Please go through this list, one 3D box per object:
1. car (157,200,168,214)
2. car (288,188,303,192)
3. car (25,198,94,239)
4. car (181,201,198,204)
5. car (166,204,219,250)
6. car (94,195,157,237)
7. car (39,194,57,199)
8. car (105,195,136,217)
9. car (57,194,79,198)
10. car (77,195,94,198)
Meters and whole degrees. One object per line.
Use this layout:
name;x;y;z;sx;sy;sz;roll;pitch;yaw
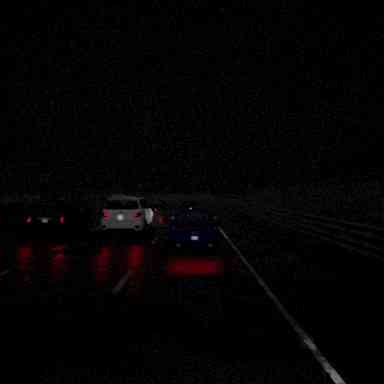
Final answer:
car;-3.742;1.616;35.985;1.812;1.442;4.674;0;0;-1
car;24.630;-0.302;78.937;1.812;1.442;4.674;0;-4;-14
car;-6.925;1.395;17.750;2.097;1.767;4.553;0;0;0
car;-0.233;1.655;35.632;1.994;1.385;4.181;0;0;-1
car;0.092;1.512;14.489;1.882;1.535;5.008;0;0;0
car;-3.437;1.267;18.441;2.150;2.045;5.566;0;0;-1
car;-25.437;1.342;59.543;2.150;2.045;5.566;0;0;-1
car;-7.195;1.306;34.067;2.150;2.045;5.566;0;0;-1
car;-21.958;1.346;60.569;2.150;2.045;5.566;0;0;-1
car;-18.464;1.619;60.193;2.128;1.511;4.902;0;0;-1
